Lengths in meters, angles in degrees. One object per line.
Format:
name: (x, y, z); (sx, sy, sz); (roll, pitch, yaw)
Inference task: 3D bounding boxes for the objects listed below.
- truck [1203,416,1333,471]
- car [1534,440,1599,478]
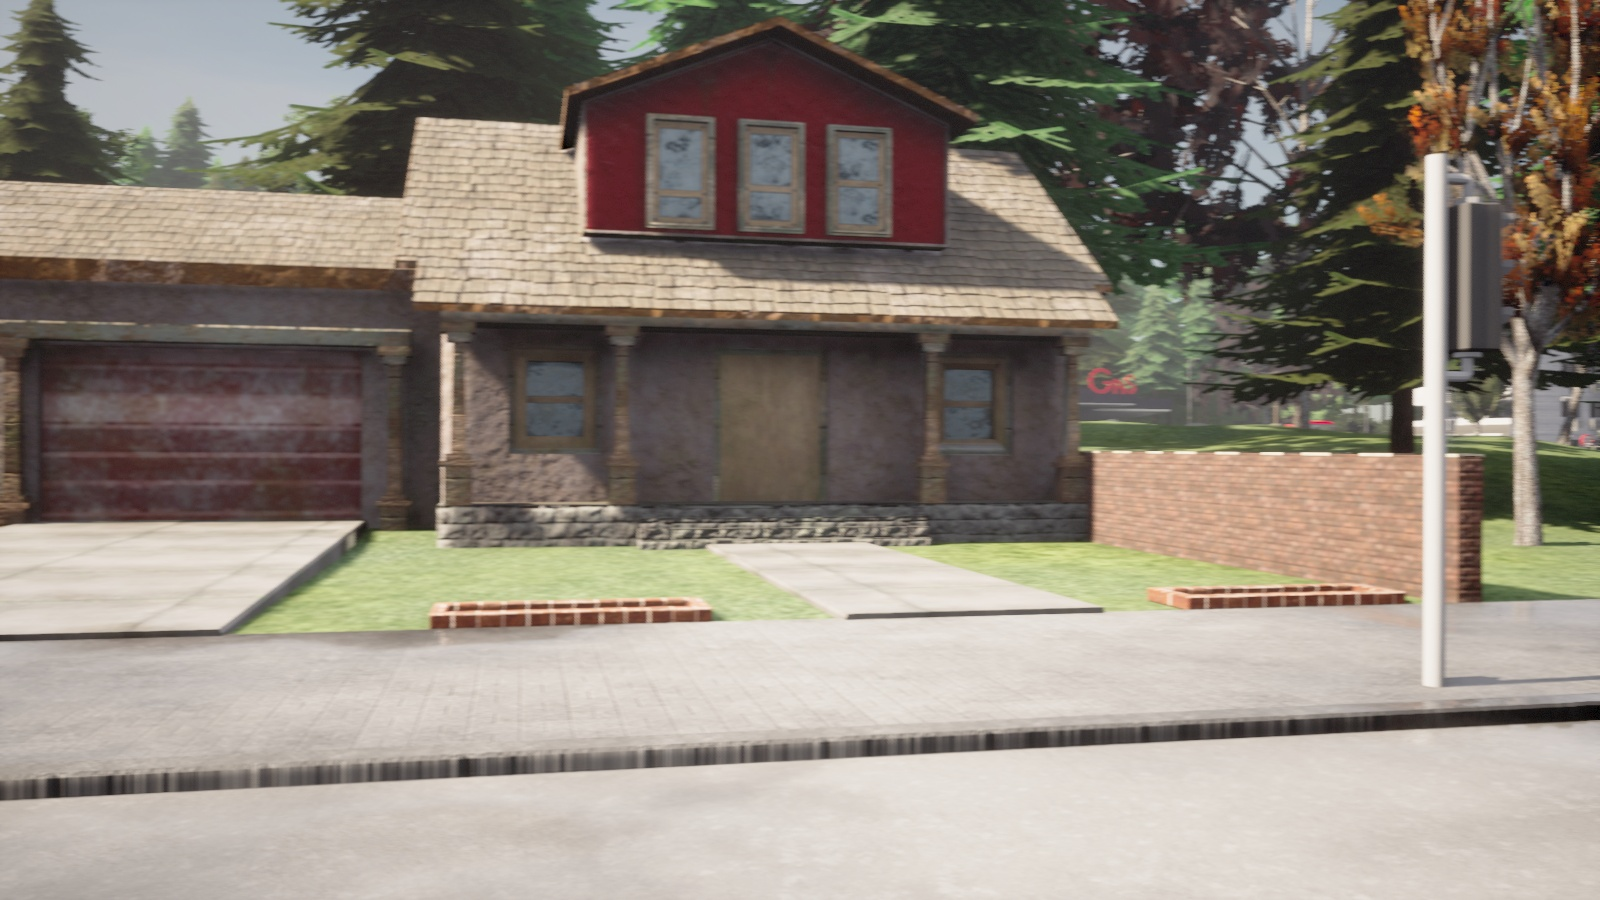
truck: (31.022, -0.398, 83.578); (2.891, 3.462, 7.936); (0, 0, -33)
car: (39.828, 0.440, 63.591); (1.932, 1.855, 4.605); (0, -1, -13)
